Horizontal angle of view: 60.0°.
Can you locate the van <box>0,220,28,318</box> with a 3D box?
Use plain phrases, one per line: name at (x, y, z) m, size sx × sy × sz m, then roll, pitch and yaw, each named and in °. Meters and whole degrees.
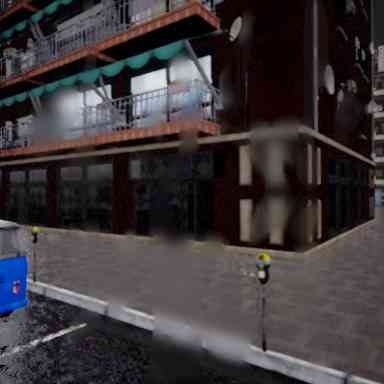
van at (-4.672, 1.309, 6.068) m, size 3.998 × 1.788 × 1.690 m, roll 0°, pitch 0°, yaw 36°
